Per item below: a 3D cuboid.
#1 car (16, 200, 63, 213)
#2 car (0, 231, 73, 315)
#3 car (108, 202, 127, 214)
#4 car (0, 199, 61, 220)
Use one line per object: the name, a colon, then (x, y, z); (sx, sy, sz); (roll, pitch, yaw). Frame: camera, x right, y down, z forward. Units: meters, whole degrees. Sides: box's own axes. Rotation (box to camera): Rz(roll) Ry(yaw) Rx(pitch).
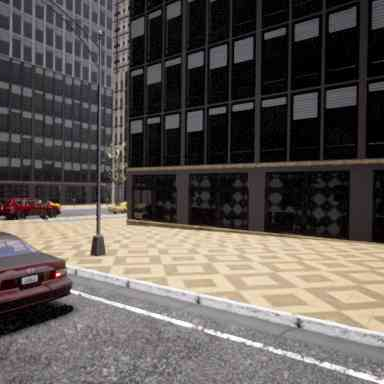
car: (-17.898, 1.636, 39.199); (1.752, 1.417, 4.829); (1, 0, 37)
car: (-4.818, 1.542, 7.137); (5.357, 1.411, 2.033); (0, 0, 35)
car: (-7.603, 1.825, 39.010); (1.752, 1.417, 4.829); (1, 0, 37)
car: (-14.424, 1.514, 29.815); (2.192, 1.841, 5.009); (1, 0, 37)
